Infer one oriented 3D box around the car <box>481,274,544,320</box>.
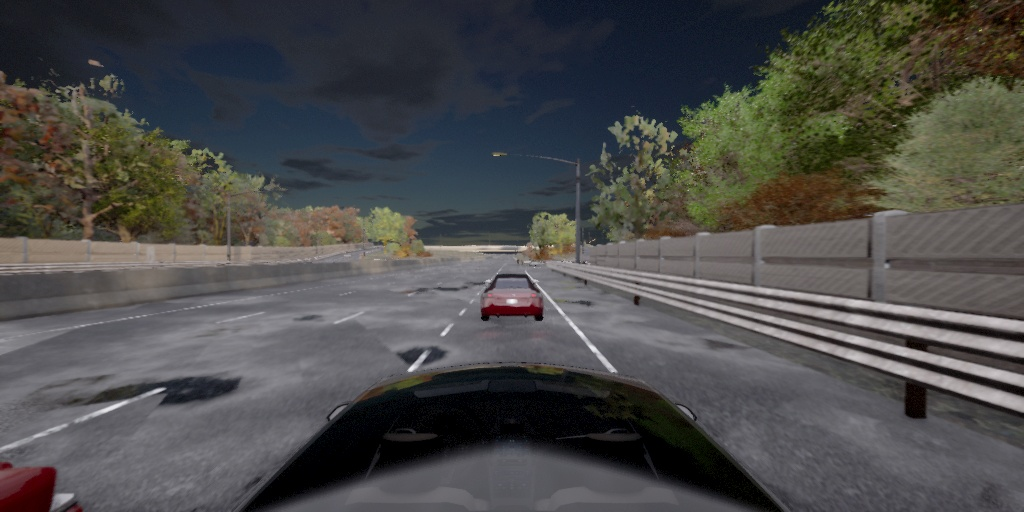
[{"bbox_3d":[0.002,1.307,12.570,1.994,1.385,4.181,0,0,0],"label":"car"}]
